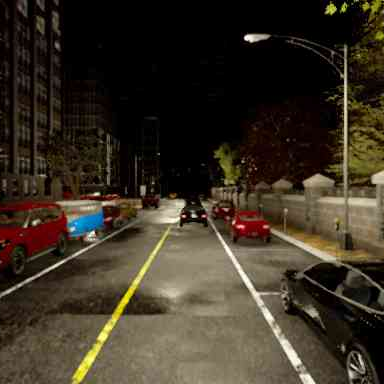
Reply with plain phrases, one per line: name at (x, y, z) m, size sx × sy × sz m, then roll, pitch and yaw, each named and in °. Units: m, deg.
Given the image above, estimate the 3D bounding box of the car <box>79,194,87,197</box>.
car at (-23.131, 1.043, 72.875) m, size 4.097 × 1.590 × 1.967 m, roll 1°, pitch -1°, yaw 1°

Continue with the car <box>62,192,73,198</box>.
car at (-28.655, 0.852, 72.988) m, size 5.009 × 1.841 × 2.192 m, roll 1°, pitch -1°, yaw 1°

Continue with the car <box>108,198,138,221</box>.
car at (-5.456, 1.478, 26.743) m, size 1.752 × 1.417 × 4.829 m, roll 0°, pitch 0°, yaw 0°

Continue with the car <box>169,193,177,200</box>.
car at (-5.302, 1.129, 92.590) m, size 2.192 × 1.841 × 5.009 m, roll 0°, pitch 0°, yaw 0°

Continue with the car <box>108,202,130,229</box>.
car at (-5.457, 1.545, 21.373) m, size 1.802 × 1.307 × 4.206 m, roll 0°, pitch 0°, yaw 0°

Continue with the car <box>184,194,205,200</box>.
car at (0.103, 1.279, 40.115) m, size 2.097 × 1.767 × 4.553 m, roll 0°, pitch 0°, yaw 0°

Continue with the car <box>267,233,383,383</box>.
car at (2.565, 1.558, 4.640) m, size 1.947 × 1.339 × 4.313 m, roll 0°, pitch 0°, yaw 0°

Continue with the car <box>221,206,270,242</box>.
car at (2.567, 1.555, 15.740) m, size 1.802 × 1.307 × 4.206 m, roll 0°, pitch 0°, yaw 0°

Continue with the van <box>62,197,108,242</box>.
van at (-5.458, 1.315, 15.832) m, size 1.690 × 1.788 × 3.998 m, roll 0°, pitch 0°, yaw 0°

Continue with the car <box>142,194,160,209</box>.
car at (-5.309, 1.235, 43.535) m, size 2.192 × 1.841 × 5.009 m, roll 0°, pitch 0°, yaw 0°

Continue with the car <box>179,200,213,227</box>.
car at (0.101, 1.507, 22.680) m, size 2.033 × 1.411 × 5.357 m, roll 0°, pitch 0°, yaw 0°

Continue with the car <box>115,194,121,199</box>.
car at (-17.605, 1.108, 72.762) m, size 4.097 × 1.590 × 1.967 m, roll 1°, pitch -1°, yaw 1°

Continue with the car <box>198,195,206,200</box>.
car at (2.578, 1.377, 87.035) m, size 2.008 × 1.369 × 4.403 m, roll 0°, pitch 0°, yaw 0°

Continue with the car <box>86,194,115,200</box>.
car at (-17.752, 1.265, 64.882) m, size 4.206 × 1.307 × 1.802 m, roll 1°, pitch -1°, yaw 1°

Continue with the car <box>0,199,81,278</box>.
car at (-5.459, 1.298, 10.291) m, size 2.192 × 1.841 × 5.009 m, roll 0°, pitch 0°, yaw 0°

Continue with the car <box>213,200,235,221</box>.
car at (2.568, 1.392, 26.839) m, size 1.967 × 1.590 × 4.097 m, roll 0°, pitch 0°, yaw 0°
